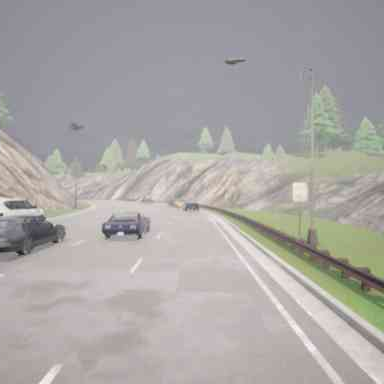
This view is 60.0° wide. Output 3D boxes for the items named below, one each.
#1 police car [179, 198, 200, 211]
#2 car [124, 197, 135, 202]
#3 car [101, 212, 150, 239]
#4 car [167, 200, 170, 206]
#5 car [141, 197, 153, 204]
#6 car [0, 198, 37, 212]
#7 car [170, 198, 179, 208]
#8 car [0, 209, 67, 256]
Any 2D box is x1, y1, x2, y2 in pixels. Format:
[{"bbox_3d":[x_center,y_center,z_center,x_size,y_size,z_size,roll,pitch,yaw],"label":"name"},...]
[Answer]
[{"bbox_3d":[-0.197,1.717,45.044,1.930,1.638,5.238,0,0,-8],"label":"police car"},{"bbox_3d":[-17.510,2.041,93.391,1.994,1.385,4.181,0,0,-31],"label":"car"},{"bbox_3d":[-3.407,1.719,18.113,1.895,1.301,4.718,0,0,0],"label":"car"},{"bbox_3d":[-3.318,1.900,60.954,1.837,1.490,4.892,0,0,-14],"label":"car"},{"bbox_3d":[-10.806,1.925,79.763,2.128,1.511,4.902,0,0,-25],"label":"car"},{"bbox_3d":[-10.407,1.347,18.976,2.150,2.045,5.566,0,0,0],"label":"car"},{"bbox_3d":[-1.957,1.813,55.178,1.801,1.575,5.366,0,0,-12],"label":"car"},{"bbox_3d":[-6.905,1.636,13.448,2.033,1.411,5.357,0,0,0],"label":"car"}]
